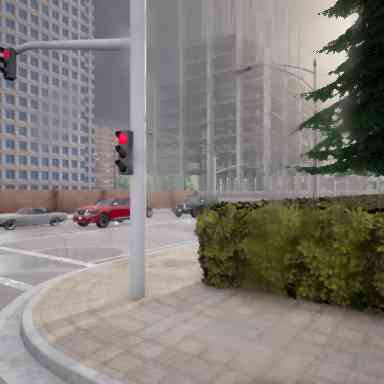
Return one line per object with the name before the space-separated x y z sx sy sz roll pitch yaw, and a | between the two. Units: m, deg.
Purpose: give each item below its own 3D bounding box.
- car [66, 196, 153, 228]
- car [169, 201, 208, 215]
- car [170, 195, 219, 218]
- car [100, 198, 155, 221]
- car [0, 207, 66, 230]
car | -5.495 1.277 23.153 2.150 2.045 5.566 0 0 33
car | -0.300 1.656 36.430 1.895 1.301 4.718 0 0 36
car | 0.539 1.277 31.582 2.150 2.045 5.566 0 0 36
car | -5.526 1.407 29.115 2.097 1.767 4.553 0 0 35
car | -10.737 1.656 21.785 1.895 1.301 4.718 0 0 35
